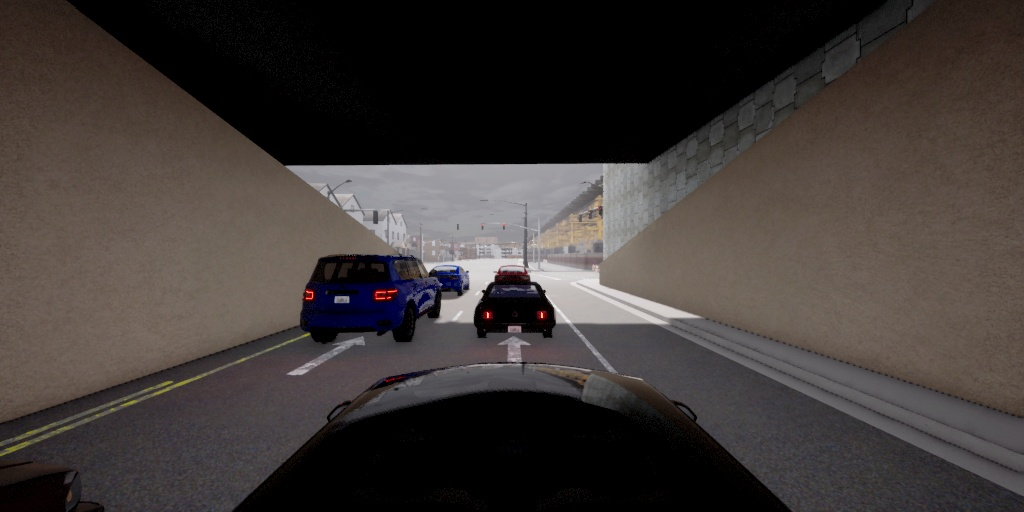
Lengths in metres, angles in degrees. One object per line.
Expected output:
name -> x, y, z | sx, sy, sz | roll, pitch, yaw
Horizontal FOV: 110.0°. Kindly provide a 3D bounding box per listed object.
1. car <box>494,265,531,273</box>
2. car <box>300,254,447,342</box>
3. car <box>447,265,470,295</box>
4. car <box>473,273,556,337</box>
car -> 0.011, 1.228, 19.576 | 1.882, 1.535, 5.008 | 0, 0, 0
car -> -3.439, 0.971, 9.889 | 2.150, 2.045, 5.566 | 0, 0, 0
car -> -3.490, 1.228, 19.827 | 1.882, 1.535, 5.008 | 0, 0, 0
car -> 0.056, 1.351, 10.240 | 1.895, 1.301, 4.718 | 0, 0, 0
